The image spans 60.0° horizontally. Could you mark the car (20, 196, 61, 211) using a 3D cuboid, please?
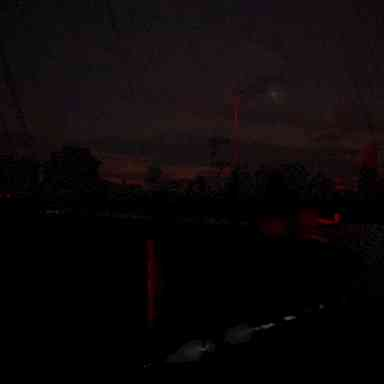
[{"bbox_3d":[-14.218,1.030,31.148,4.181,1.385,1.994,1,0,32],"label":"car"}]

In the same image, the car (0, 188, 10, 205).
[{"bbox_3d":[-24.973,0.545,41.512,5.566,2.045,2.150,1,0,34],"label":"car"}]
